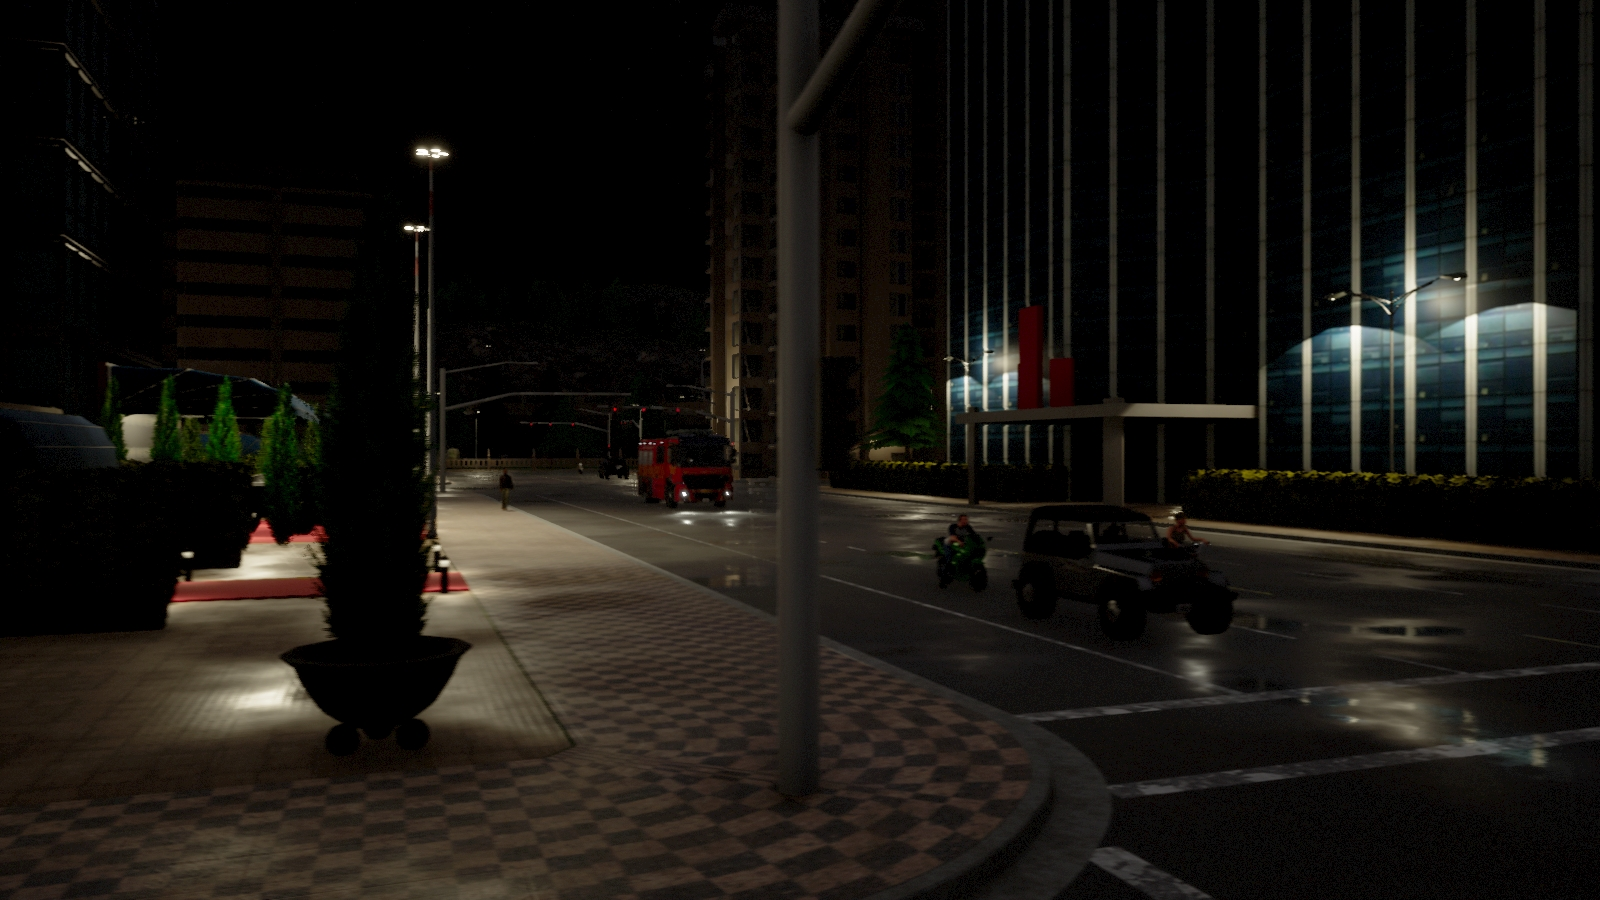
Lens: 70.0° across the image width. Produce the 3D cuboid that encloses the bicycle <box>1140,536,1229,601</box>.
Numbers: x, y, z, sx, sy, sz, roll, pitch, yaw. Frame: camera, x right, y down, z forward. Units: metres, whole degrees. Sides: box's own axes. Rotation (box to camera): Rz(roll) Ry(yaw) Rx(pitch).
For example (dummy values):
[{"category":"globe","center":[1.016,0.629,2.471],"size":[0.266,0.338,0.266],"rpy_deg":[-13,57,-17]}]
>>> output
[{"category":"bicycle","center":[7.365,2.257,21.943],"size":[0.859,1.080,1.487],"rpy_deg":[0,0,-21]}]

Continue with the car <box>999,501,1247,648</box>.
[{"category":"car","center":[5.008,1.858,18.293],"size":[1.905,1.878,3.866],"rpy_deg":[0,0,-20]}]
